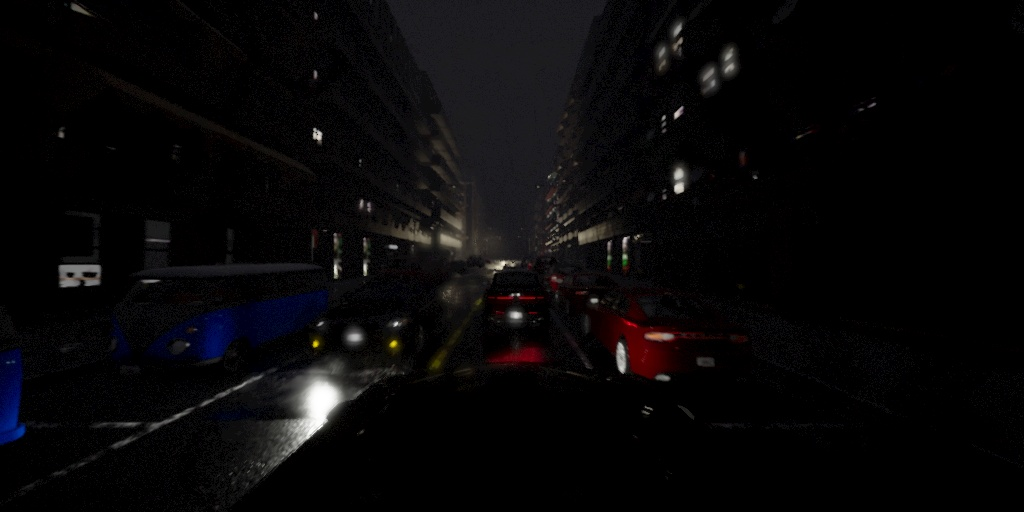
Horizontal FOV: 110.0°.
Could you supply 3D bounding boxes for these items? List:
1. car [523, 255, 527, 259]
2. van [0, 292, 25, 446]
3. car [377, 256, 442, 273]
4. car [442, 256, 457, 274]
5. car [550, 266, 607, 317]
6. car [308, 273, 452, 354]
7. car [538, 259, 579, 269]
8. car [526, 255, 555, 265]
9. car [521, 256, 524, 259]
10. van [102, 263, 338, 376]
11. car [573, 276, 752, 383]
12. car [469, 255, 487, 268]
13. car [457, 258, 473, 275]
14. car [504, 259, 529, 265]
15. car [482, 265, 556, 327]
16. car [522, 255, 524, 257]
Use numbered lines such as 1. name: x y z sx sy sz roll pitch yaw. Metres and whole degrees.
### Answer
1. car: 2.583 0.957 40.194 1.967 1.591 4.097 0 0 0
2. van: -5.316 1.090 1.550 1.690 1.789 3.998 0 0 0
3. car: -5.294 0.955 18.141 2.192 1.841 5.009 0 0 0
4. car: -5.287 0.921 23.671 2.192 1.841 5.009 0 0 0
5. car: 2.581 1.224 12.539 1.888 1.381 4.507 0 0 0
6. car: -2.838 1.267 8.459 1.994 1.385 4.181 0 0 0
7. car: 2.596 1.084 18.070 1.967 1.591 4.097 0 0 0
8. car: 2.569 0.892 29.131 2.192 1.841 5.009 0 0 0
9. car: 2.598 1.047 51.256 1.802 1.307 4.207 0 0 0
10. van: -5.309 1.052 7.081 1.690 1.789 3.998 0 0 0
11. car: 2.574 1.260 7.009 1.888 1.381 4.507 0 0 0
12. car: -5.250 0.777 51.322 2.192 1.841 5.009 0 0 0
13. car: -5.272 1.109 34.733 1.948 1.339 4.313 0 0 0
14. car: 0.136 1.180 28.647 1.895 1.301 4.718 0 0 0
15. car: 0.112 1.191 11.225 1.837 1.490 4.892 0 1 0
16. car: 2.613 0.736 62.318 2.192 1.841 5.009 0 0 0
